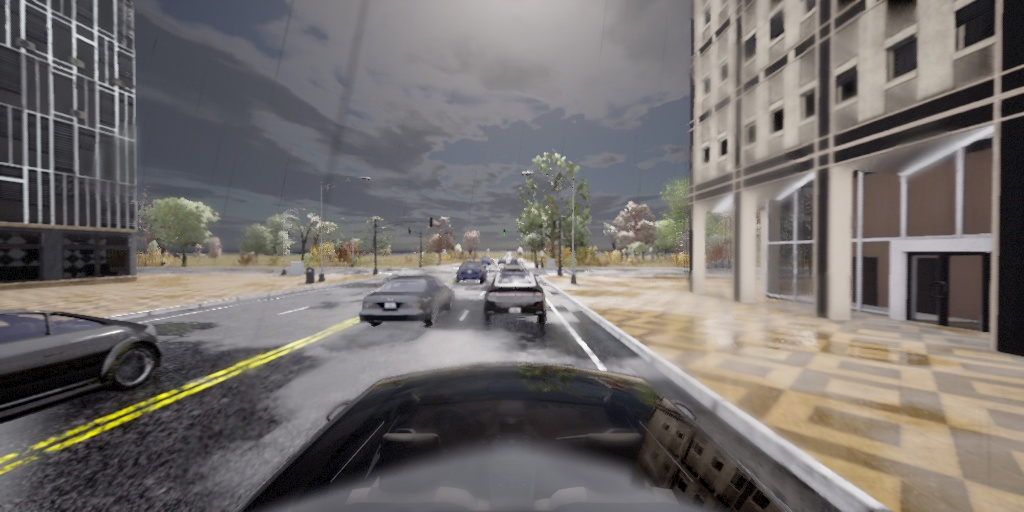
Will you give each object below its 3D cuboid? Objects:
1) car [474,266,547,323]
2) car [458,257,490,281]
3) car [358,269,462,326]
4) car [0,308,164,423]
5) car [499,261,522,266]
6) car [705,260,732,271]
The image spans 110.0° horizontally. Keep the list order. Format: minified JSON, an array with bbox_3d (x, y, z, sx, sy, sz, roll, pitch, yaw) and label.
[{"bbox_3d":[0.094,1.275,12.183,2.128,1.511,4.902,0,0,0],"label":"car"},{"bbox_3d":[-3.161,1.183,28.829,2.097,1.767,4.553,0,0,0],"label":"car"},{"bbox_3d":[-3.155,1.330,11.803,2.033,1.411,5.357,0,0,0],"label":"car"},{"bbox_3d":[-6.600,1.322,3.995,1.994,1.385,4.181,0,0,0],"label":"car"},{"bbox_3d":[0.089,1.333,28.620,1.837,1.490,4.892,0,-1,0],"label":"car"},{"bbox_3d":[29.518,1.271,50.522,4.902,1.511,2.128,0,1,3],"label":"car"}]
